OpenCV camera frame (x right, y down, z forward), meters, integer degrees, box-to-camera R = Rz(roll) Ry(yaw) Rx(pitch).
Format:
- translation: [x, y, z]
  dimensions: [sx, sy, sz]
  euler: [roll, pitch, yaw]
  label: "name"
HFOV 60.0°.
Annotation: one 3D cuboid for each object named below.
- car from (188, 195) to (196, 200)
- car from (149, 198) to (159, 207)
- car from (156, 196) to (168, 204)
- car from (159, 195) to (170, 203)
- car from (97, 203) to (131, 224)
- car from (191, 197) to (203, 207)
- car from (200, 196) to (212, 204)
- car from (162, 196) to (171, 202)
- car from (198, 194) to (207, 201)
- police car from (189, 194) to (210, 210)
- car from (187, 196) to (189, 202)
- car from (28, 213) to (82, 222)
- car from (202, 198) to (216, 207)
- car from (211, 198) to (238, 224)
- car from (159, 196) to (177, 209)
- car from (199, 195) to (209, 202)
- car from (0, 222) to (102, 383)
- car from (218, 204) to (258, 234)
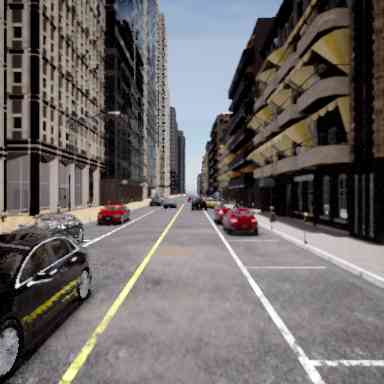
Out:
- translation: [-0.016, 1.518, 94.299]
  dimensions: [1.994, 1.385, 4.181]
  euler: [0, 0, 0]
  label: "car"
- translation: [-5.699, 1.585, 52.909]
  dimensions: [1.947, 1.339, 4.313]
  euler: [0, 0, 0]
  label: "car"
- translation: [-5.700, 1.579, 64.205]
  dimensions: [2.008, 1.369, 4.403]
  euler: [0, 0, 0]
  label: "car"
- translation: [-5.702, 1.474, 69.855]
  dimensions: [1.967, 1.590, 4.097]
  euler: [0, 0, 0]
  label: "car"
- translation: [-5.694, 1.549, 24.666]
  dimensions: [1.887, 1.381, 4.507]
  euler: [0, 0, 0]
  label: "car"
- translation: [0.802, 1.525, 52.324]
  dimensions: [1.837, 1.490, 4.892]
  euler: [0, 0, 0]
  label: "car"
- translation: [2.680, 1.580, 64.208]
  dimensions: [2.008, 1.369, 4.403]
  euler: [0, 0, 0]
  label: "car"
- translation: [-5.703, 1.565, 75.333]
  dimensions: [1.752, 1.417, 4.829]
  euler: [0, 0, 0]
  label: "car"
- translation: [2.676, 1.368, 86.802]
  dimensions: [2.192, 1.841, 5.009]
  euler: [0, 0, 0]
  label: "car"
- translation: [0.893, 1.438, 42.434]
  dimensions: [1.930, 1.638, 5.238]
  euler: [0, 0, 0]
  label: "police car"
- translation: [-0.011, 1.453, 75.475]
  dimensions: [1.994, 1.385, 4.181]
  euler: [0, 0, 0]
  label: "car"
- translation: [-5.691, 1.552, 13.369]
  dimensions: [2.008, 1.369, 4.403]
  euler: [0, 0, 0]
  label: "car"
- translation: [2.682, 1.586, 52.910]
  dimensions: [1.947, 1.339, 4.313]
  euler: [0, 0, 0]
  label: "car"
- translation: [2.687, 1.445, 24.668]
  dimensions: [1.967, 1.590, 4.097]
  euler: [0, 0, 0]
  label: "car"
- translation: [-3.090, 1.562, 47.125]
  dimensions: [2.033, 1.411, 5.357]
  euler: [0, 0, 0]
  label: "car"
- translation: [2.678, 1.481, 75.504]
  dimensions: [1.967, 1.590, 4.097]
  euler: [0, 0, 0]
  label: "car"
- translation: [-3.102, 1.505, 5.425]
  dimensions: [1.837, 1.490, 4.892]
  euler: [0, 0, 0]
  label: "car"
- translation: [2.688, 1.585, 19.019]
  dimensions: [1.802, 1.307, 4.206]
  euler: [0, 0, 0]
  label: "car"
